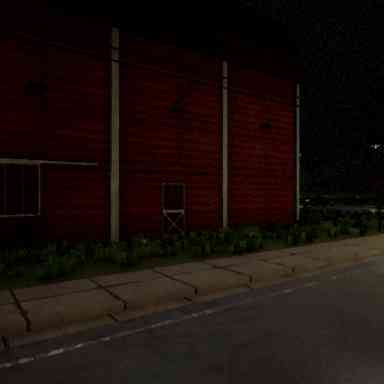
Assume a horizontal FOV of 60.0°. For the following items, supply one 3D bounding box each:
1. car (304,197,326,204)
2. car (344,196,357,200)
[{"bbox_3d":[18.813,1.502,51.007,4.193,1.474,1.816,0,0,-36],"label":"car"},{"bbox_3d":[28.493,1.517,59.565,3.905,1.438,1.784,0,0,-36],"label":"car"}]
